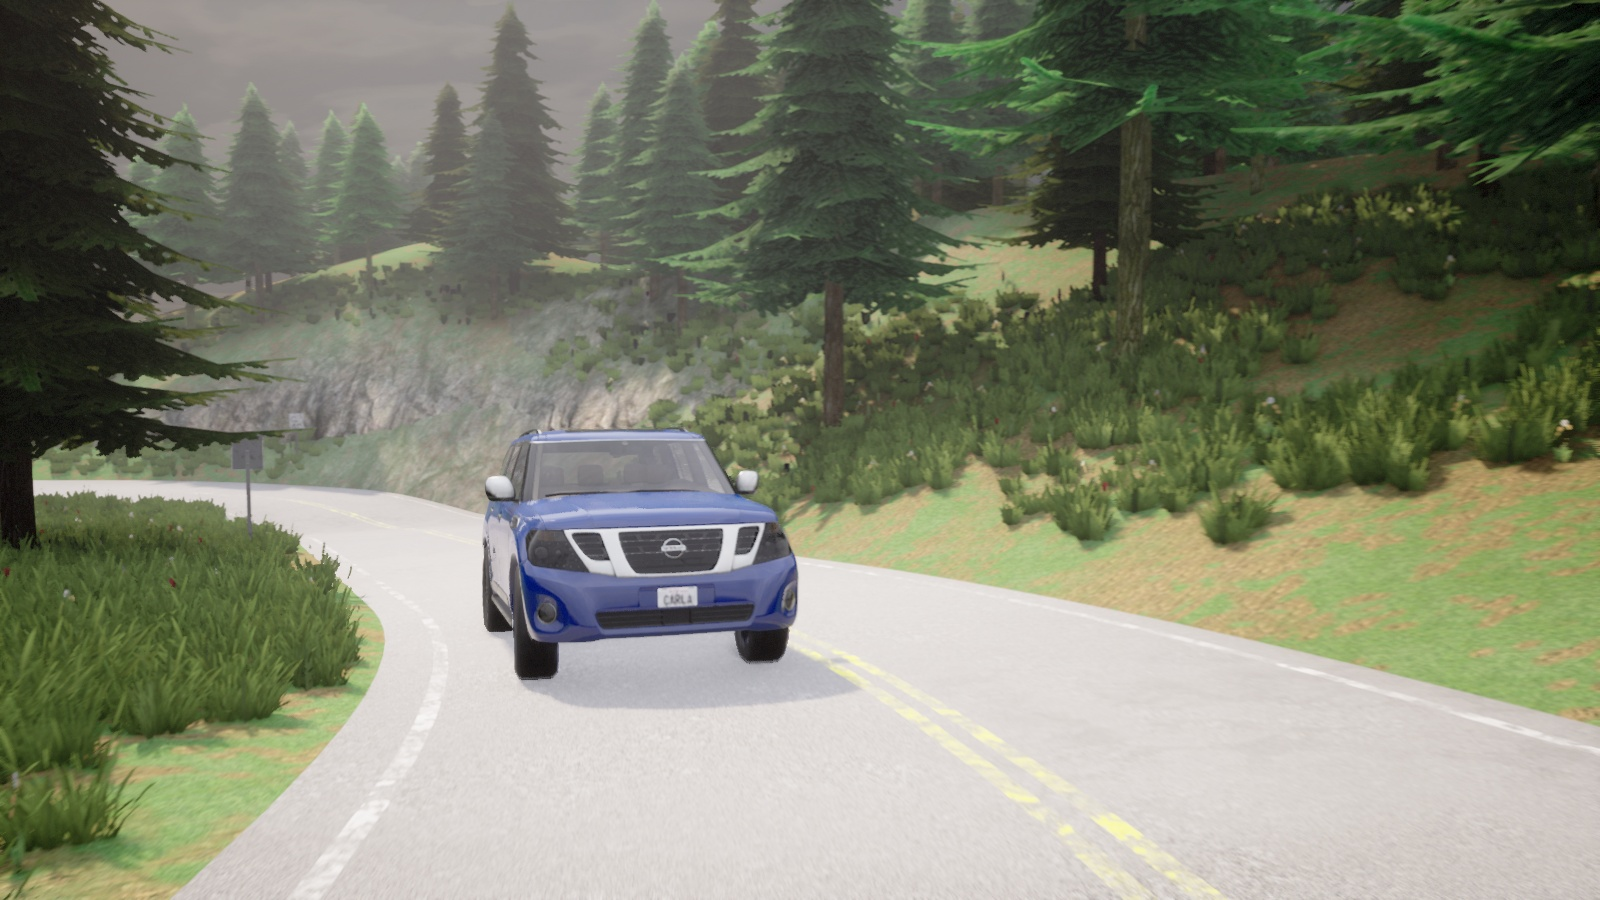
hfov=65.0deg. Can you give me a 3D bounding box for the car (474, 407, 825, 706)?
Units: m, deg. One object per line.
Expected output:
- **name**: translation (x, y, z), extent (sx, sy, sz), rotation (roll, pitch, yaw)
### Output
- **car**: translation (-1.729, 0.804, 11.714), extent (2.150, 2.045, 5.566), rotation (-1, -1, -18)
